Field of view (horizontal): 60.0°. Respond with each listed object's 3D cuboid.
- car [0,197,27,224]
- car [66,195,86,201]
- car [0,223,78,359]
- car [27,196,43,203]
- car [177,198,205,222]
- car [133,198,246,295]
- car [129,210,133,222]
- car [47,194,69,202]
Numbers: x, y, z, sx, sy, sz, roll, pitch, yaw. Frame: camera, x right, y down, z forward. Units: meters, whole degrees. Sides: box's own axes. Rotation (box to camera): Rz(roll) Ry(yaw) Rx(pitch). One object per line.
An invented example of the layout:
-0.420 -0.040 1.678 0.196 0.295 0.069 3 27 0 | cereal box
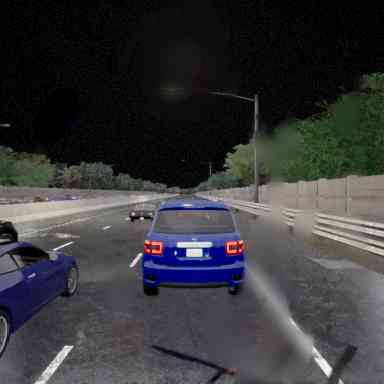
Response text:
-6.978 1.226 8.962 2.150 2.045 5.566 0 0 -1 | car
-18.035 1.664 53.373 1.994 1.385 4.181 0 0 0 | car
-3.460 1.528 5.638 1.812 1.442 4.674 0 0 -1 | car
-25.027 1.445 51.680 2.097 1.767 4.553 0 0 0 | car
-0.139 1.380 27.490 2.097 1.767 4.553 0 0 -1 | car
0.022 1.226 8.873 2.150 2.045 5.566 0 0 -1 | car
-3.632 1.626 26.187 1.895 1.301 4.718 0 0 -1 | car
-21.536 1.326 54.320 2.150 2.045 5.566 0 0 0 | car
